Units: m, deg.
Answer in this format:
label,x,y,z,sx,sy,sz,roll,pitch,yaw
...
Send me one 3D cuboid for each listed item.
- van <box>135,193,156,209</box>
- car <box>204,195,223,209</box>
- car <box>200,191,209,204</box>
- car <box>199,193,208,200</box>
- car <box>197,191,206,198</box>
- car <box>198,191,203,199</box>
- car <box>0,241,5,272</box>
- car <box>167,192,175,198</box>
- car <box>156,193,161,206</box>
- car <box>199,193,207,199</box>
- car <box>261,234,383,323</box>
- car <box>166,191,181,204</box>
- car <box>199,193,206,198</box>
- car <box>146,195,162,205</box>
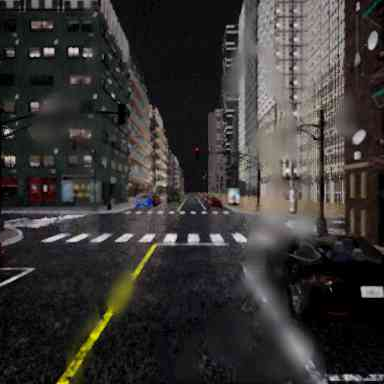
label,x,y,z,sx,sy,sz,roll,pitch,yaw
van,-5.677,1.069,39.459,1.690,1.788,3.998,0,0,0
car,2.702,1.310,39.459,1.802,1.307,4.206,0,0,0
car,2.704,1.096,50.513,1.967,1.590,4.097,0,0,0
car,2.705,1.033,78.151,2.008,1.369,4.403,0,0,0
car,2.709,0.699,94.732,2.192,1.841,5.009,0,0,0
car,2.705,0.990,67.095,1.967,1.590,4.097,0,0,0
car,-5.682,1.531,7.067,1.802,1.307,4.206,0,0,0
car,-5.673,0.856,89.207,1.967,1.590,4.097,0,0,0
car,-5.677,1.007,44.986,2.192,1.841,5.009,0,0,0
car,2.706,0.994,83.679,1.887,1.381,4.507,0,0,0
car,2.699,1.515,7.054,1.947,1.339,4.313,0,0,0
car,-2.993,0.860,55.434,2.150,2.045,5.566,0,1,0
car,2.706,0.998,89.206,1.802,1.307,4.206,0,0,0
car,-5.678,1.200,50.516,1.887,1.381,4.507,0,0,0
